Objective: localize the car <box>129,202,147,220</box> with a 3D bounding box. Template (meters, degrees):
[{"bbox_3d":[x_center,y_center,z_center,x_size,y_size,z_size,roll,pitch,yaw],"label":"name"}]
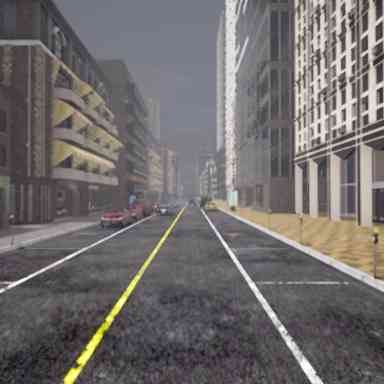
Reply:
[{"bbox_3d":[-5.658,1.920,30.908,1.802,1.307,4.206,0,-1,0],"label":"car"}]

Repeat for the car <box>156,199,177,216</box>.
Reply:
[{"bbox_3d":[-3.052,1.918,38.622,2.128,1.511,4.902,0,-1,0],"label":"car"}]

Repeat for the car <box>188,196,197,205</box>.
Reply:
[{"bbox_3d":[0.081,2.233,76.547,1.812,1.442,4.674,0,-1,0],"label":"car"}]

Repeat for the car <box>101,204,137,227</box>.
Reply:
[{"bbox_3d":[-5.664,1.857,25.260,1.802,1.307,4.206,0,-1,0],"label":"car"}]

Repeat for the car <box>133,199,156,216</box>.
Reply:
[{"bbox_3d":[-5.652,1.717,36.559,2.192,1.841,5.009,0,-1,0],"label":"car"}]

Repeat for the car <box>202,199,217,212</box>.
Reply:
[{"bbox_3d":[2.741,2.058,48.015,1.752,1.417,4.829,0,-1,0],"label":"car"}]

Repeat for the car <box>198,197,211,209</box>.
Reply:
[{"bbox_3d":[2.456,1.882,58.685,2.150,2.045,5.566,0,-1,0],"label":"car"}]

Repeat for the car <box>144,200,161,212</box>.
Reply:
[{"bbox_3d":[-5.640,1.970,47.855,1.967,1.590,4.097,0,-1,0],"label":"car"}]
